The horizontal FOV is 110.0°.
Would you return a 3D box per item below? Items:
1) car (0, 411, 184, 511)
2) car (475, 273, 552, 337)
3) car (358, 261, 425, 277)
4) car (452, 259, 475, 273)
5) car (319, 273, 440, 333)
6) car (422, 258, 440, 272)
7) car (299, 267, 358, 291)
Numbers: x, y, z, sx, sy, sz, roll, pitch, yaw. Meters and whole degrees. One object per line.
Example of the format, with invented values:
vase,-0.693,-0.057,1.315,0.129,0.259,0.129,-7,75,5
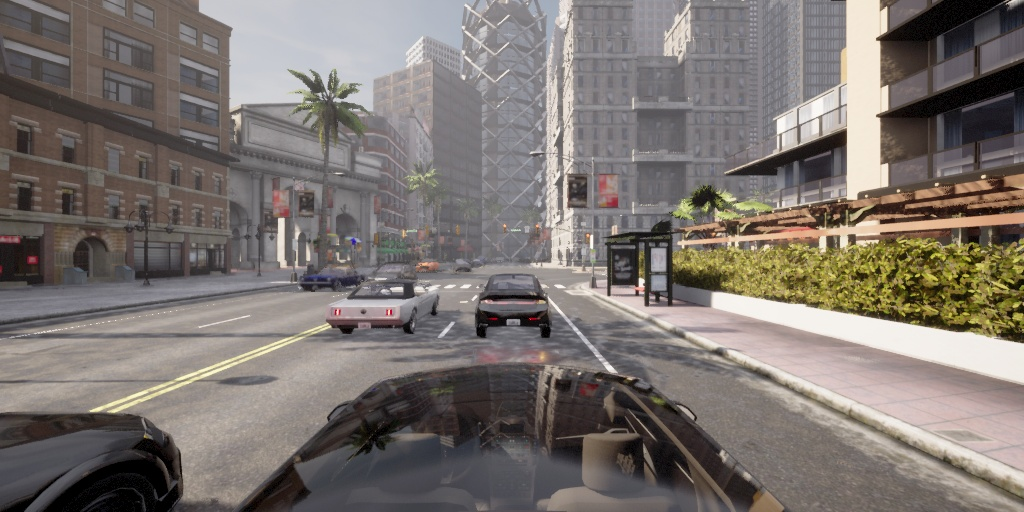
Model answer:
car,-3.392,1.314,0.849,1.994,1.385,4.181,0,0,0
car,0.041,1.242,10.289,2.128,1.511,4.902,0,0,0
car,-7.143,1.241,21.809,2.128,1.511,4.902,0,0,0
car,-6.347,1.297,44.592,2.033,1.411,5.357,0,0,-14
car,-3.457,1.351,10.668,1.895,1.301,4.718,0,0,0
car,-10.694,1.102,45.928,2.097,1.767,4.553,0,0,0
car,-10.643,1.351,21.593,1.895,1.301,4.718,0,0,0
